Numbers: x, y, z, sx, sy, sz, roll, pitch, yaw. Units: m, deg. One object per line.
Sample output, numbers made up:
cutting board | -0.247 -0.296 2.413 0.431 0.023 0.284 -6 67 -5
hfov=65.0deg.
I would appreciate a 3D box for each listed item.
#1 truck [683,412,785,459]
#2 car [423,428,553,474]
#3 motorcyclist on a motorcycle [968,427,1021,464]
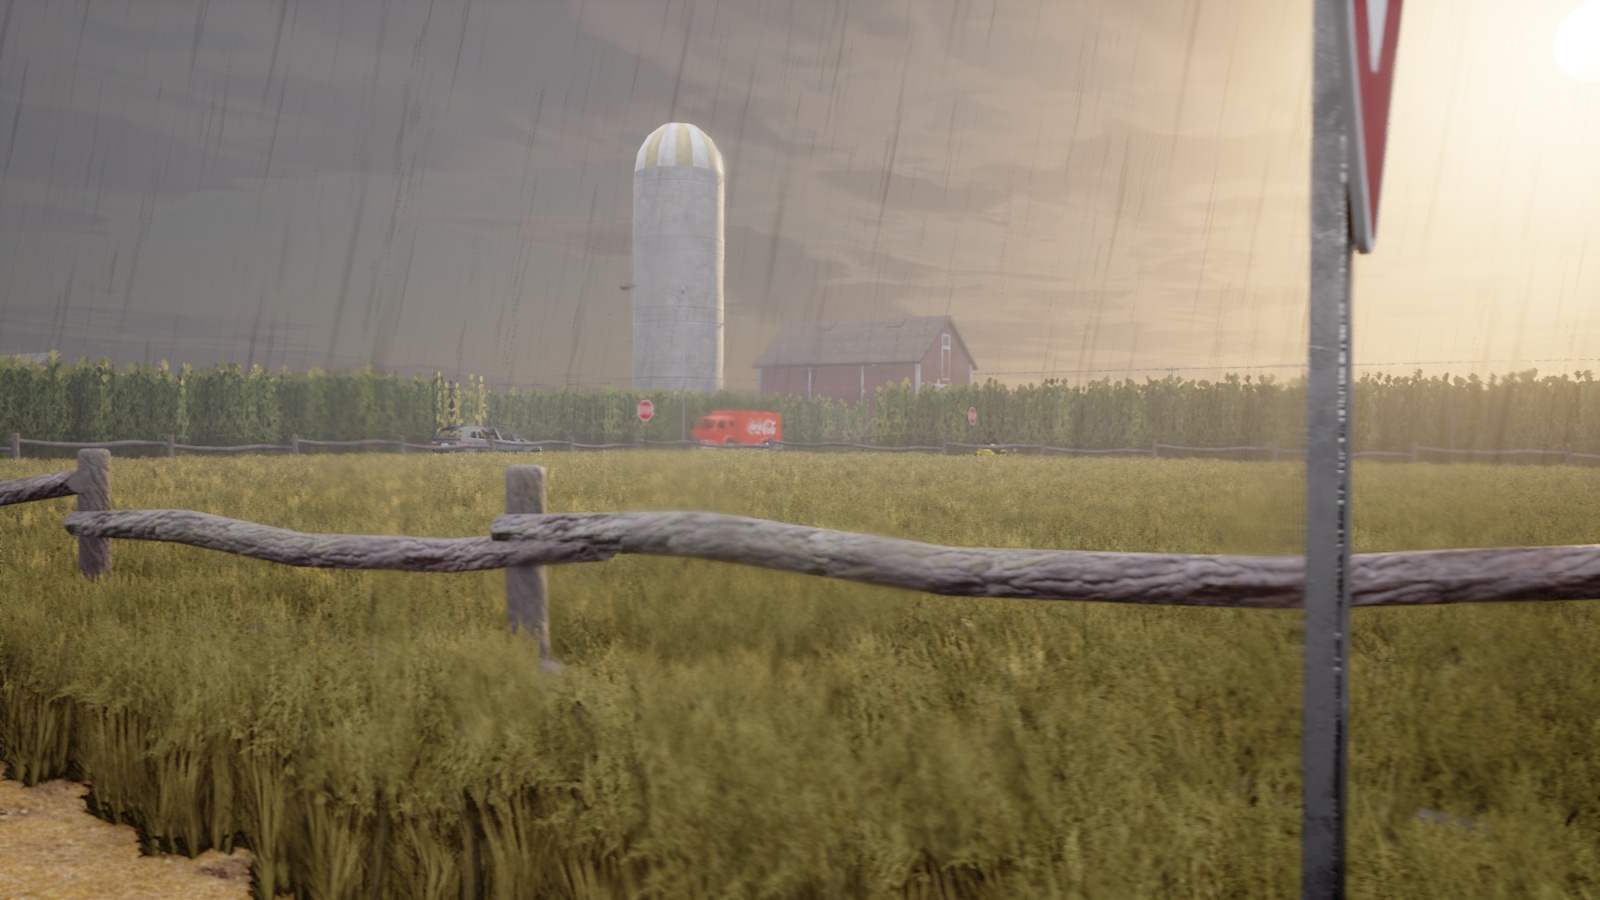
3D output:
truck | -3.533 -0.788 68.140 2.627 2.467 5.204 0 1 40
car | -12.155 0.024 49.167 2.242 1.667 4.611 0 1 34
motorcyclist on a motorcycle | 8.207 -0.190 53.000 2.044 1.523 0.797 0 1 34
